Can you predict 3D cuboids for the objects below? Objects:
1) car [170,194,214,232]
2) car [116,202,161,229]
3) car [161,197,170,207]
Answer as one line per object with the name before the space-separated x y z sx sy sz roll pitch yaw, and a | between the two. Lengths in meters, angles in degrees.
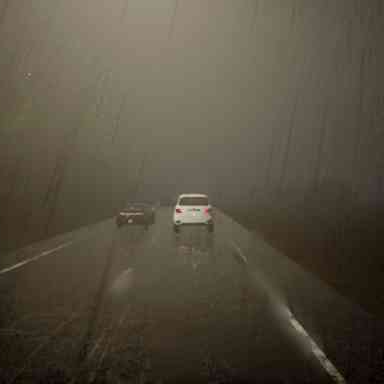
car | 0.096 1.146 19.735 2.150 2.045 5.566 0 0 0
car | -3.403 1.412 20.796 2.128 1.511 4.902 0 0 0
car | -3.412 1.376 47.665 1.994 1.385 4.181 0 0 0
